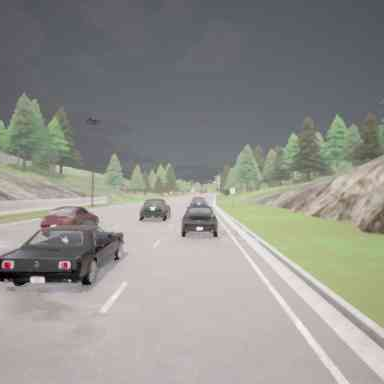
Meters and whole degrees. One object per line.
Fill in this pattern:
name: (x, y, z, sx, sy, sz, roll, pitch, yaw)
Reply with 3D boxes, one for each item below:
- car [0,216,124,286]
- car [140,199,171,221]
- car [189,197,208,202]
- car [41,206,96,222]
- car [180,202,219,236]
car: (-3.245, 1.581, 9.296, 1.895, 1.301, 4.718, 0, 0, 1)
car: (-2.931, 1.330, 27.277, 2.097, 1.767, 4.553, 0, 0, 1)
car: (0.761, 1.347, 37.897, 2.097, 1.767, 4.553, 0, 0, 1)
car: (-6.594, 1.486, 18.188, 1.812, 1.442, 4.674, 0, 0, 1)
car: (0.409, 1.502, 18.293, 1.837, 1.490, 4.892, 0, 0, 1)
